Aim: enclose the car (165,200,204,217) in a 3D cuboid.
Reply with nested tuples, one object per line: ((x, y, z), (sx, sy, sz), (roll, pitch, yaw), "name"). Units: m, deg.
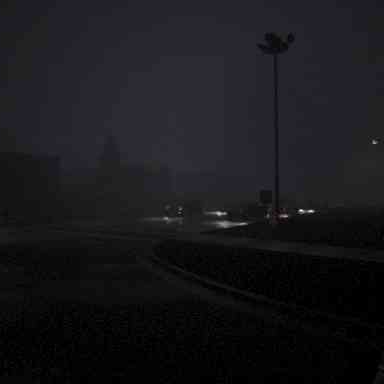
((-0.697, 1.584, 34.054), (2.097, 1.767, 4.553), (-1, 0, 35), "car")

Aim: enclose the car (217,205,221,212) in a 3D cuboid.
((4.919, 1.797, 42.086), (1.994, 1.385, 4.181), (-1, 0, 35), "car")

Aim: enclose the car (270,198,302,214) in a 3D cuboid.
((10.478, 1.505, 37.828), (2.097, 1.767, 4.553), (-1, 0, 35), "car")

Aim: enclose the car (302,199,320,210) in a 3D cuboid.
((16.211, 1.717, 46.009), (1.994, 1.385, 4.181), (-1, 0, 35), "car")

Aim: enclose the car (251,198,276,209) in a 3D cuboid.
((10.918, 1.738, 50.629), (1.837, 1.490, 4.892), (-1, 0, 35), "car")

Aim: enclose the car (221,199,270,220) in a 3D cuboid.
((4.850, 1.629, 29.775), (1.882, 1.535, 5.008), (-1, 0, 35), "car")
